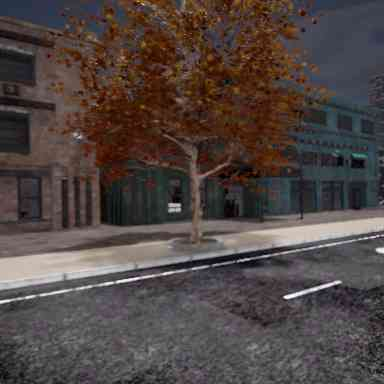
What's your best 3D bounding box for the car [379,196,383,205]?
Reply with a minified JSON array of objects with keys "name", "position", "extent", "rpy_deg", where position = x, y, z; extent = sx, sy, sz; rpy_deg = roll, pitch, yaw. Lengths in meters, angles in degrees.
[{"name":"car","position":[32.450,1.475,58.488],"extent":[2.008,1.369,4.403],"rpy_deg":[-2,0,-36]}]
